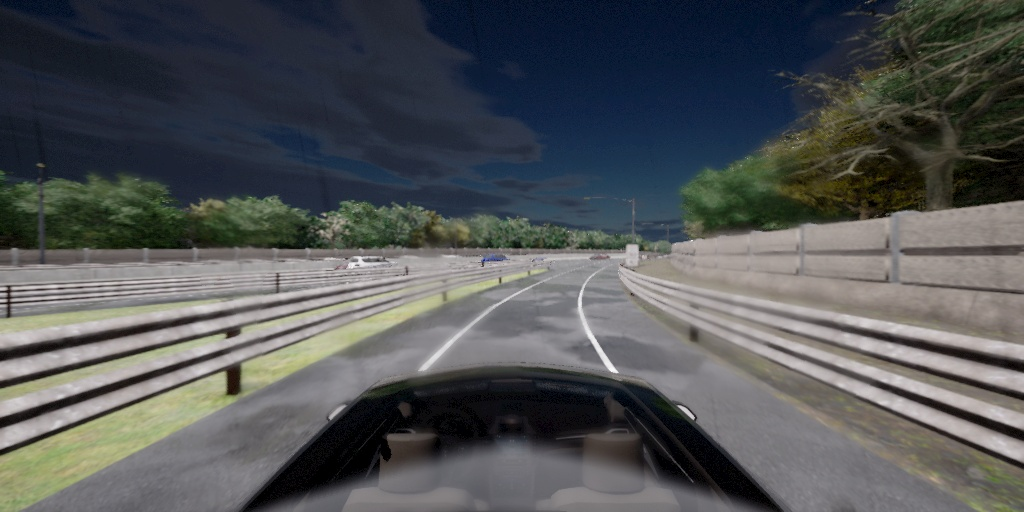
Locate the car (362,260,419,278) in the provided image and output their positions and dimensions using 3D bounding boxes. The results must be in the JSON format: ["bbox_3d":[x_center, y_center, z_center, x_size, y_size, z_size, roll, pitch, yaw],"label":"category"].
[{"bbox_3d":[-12.121,1.440,36.788,2.033,1.411,5.357,1,2,36],"label":"car"}]

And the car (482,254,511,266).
[{"bbox_3d":[-2.318,0.641,55.942,2.150,2.045,5.566,1,1,36],"label":"car"}]

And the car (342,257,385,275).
[{"bbox_3d":[-14.923,1.065,38.880,2.150,2.045,5.566,1,2,36],"label":"car"}]

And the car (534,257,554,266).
[{"bbox_3d":[5.233,0.866,60.273,1.812,1.442,4.674,1,2,36],"label":"car"}]

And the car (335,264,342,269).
[{"bbox_3d":[-17.753,1.365,40.944,1.812,1.442,4.674,1,2,36],"label":"car"}]
